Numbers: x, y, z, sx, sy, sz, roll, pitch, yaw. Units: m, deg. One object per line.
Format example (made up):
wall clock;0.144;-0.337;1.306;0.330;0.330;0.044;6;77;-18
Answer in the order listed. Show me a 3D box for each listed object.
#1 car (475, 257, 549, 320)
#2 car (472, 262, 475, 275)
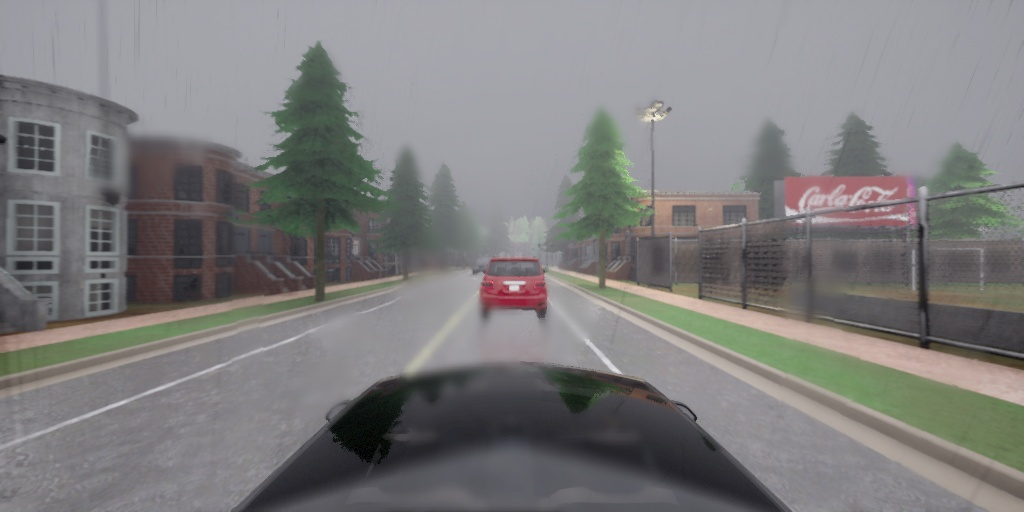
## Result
car;0.083;1.049;13.125;2.150;2.045;5.566;0;-1;0
car;-3.595;1.263;44.072;2.150;2.045;5.566;0;0;0
